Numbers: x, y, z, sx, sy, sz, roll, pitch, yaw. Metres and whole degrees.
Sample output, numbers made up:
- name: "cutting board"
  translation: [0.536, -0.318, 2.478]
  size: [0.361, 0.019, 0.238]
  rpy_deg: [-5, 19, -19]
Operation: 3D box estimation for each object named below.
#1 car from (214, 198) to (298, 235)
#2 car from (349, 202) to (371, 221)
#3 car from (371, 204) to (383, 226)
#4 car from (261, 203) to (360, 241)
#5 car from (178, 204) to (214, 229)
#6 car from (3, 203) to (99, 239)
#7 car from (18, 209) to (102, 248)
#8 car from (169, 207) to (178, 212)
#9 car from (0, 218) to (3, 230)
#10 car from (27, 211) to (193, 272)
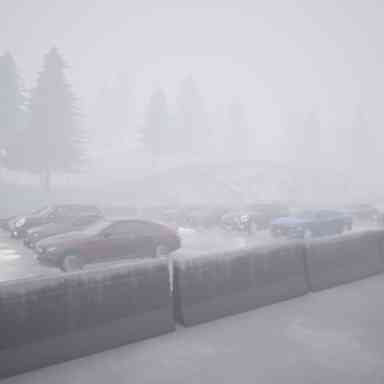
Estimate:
- name: "car"
  translation: [3.881, 1.403, 19.434]
  size: [4.553, 1.767, 2.097]
  rpy_deg: [0, 0, -35]
- name: "car"
  translation: [12.393, 1.542, 25.405]
  size: [4.892, 1.490, 1.837]
  rpy_deg: [0, 0, -35]
- name: "car"
  translation: [14.563, 1.514, 22.652]
  size: [5.008, 1.535, 1.882]
  rpy_deg: [0, 0, -35]
- name: "car"
  translation: [6.024, 1.529, 16.662]
  size: [5.008, 1.535, 1.882]
  rpy_deg: [0, 0, -35]
- name: "car"
  translation: [1.567, 1.615, 22.086]
  size: [4.181, 1.385, 1.994]
  rpy_deg: [0, 0, -35]
- name: "car"
  translation: [-6.502, 1.366, 16.421]
  size: [4.553, 1.767, 2.097]
  rpy_deg: [0, 0, -35]
- name: "car"
  translation: [-4.509, 1.578, 13.543]
  size: [4.181, 1.385, 1.994]
  rpy_deg: [0, 0, -35]
- name: "car"
  translation: [-0.263, 1.615, 25.078]
  size: [4.181, 1.385, 1.994]
  rpy_deg: [0, 0, -35]
- name: "car"
  translation: [-8.332, 1.492, 19.412]
  size: [5.008, 1.535, 1.882]
  rpy_deg: [0, 0, -35]
- name: "car"
  translation: [-2.490, 1.540, 10.684]
  size: [4.674, 1.442, 1.812]
  rpy_deg: [0, 0, -35]
